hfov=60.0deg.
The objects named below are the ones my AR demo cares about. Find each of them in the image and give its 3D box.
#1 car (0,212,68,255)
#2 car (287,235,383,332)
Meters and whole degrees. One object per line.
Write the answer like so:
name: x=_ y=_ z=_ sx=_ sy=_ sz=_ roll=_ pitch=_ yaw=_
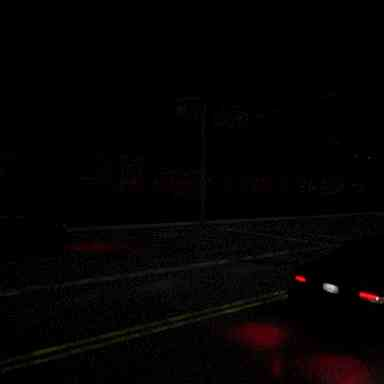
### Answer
car: x=-7.022 y=1.503 z=11.881 sx=4.902 sy=1.511 sz=2.128 roll=1 pitch=0 yaw=-35
car: x=4.285 y=1.628 z=6.821 sx=5.357 sy=1.411 sz=2.033 roll=1 pitch=0 yaw=-35
